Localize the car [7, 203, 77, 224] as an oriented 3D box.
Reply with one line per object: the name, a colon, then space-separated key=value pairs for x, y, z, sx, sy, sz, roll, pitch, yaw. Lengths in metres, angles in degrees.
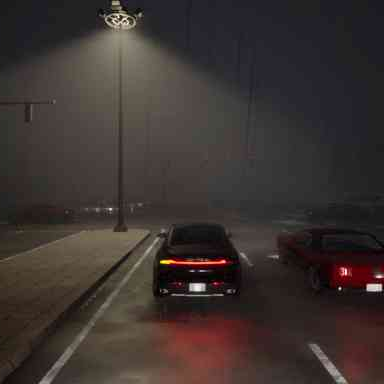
car: x=-10.775 y=1.525 z=23.975 sx=4.674 sy=1.442 sz=1.812 roll=0 pitch=0 yaw=-2

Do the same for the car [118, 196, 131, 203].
car: x=-14.538 y=1.552 z=72.091 sx=1.994 sy=1.385 sz=4.181 roll=0 pitch=0 yaw=0

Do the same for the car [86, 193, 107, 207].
car: x=-14.759 y=1.221 z=51.895 sx=2.150 sy=2.045 sz=5.566 roll=0 pitch=0 yaw=0

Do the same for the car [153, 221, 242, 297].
car: x=0.127 y=1.505 z=8.540 sx=1.837 sy=1.490 sz=4.892 roll=0 pitch=0 yaw=1

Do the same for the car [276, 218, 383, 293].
car: x=3.630 y=1.601 z=8.784 sx=1.895 sy=1.301 sz=4.718 roll=0 pitch=0 yaw=1

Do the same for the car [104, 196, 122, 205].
car: x=-14.651 y=1.547 z=62.144 sx=2.033 sy=1.411 sz=5.357 roll=0 pitch=0 yaw=1

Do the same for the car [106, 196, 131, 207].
car: x=-11.267 y=1.601 z=51.345 sx=1.895 sy=1.301 sz=4.718 roll=0 pitch=0 yaw=0

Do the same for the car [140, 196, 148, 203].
car: x=-11.056 y=1.595 z=69.329 sx=1.895 sy=1.301 sz=4.718 roll=0 pitch=0 yaw=0

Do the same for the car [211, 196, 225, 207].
car: x=3.831 y=1.601 z=49.898 sx=1.895 sy=1.301 sz=4.718 roll=0 pitch=0 yaw=1

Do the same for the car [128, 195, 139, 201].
car: x=-14.456 y=1.516 z=82.295 sx=1.812 sy=1.442 sz=4.674 roll=0 pitch=0 yaw=1

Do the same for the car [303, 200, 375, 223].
car: x=10.705 y=1.525 z=24.880 sx=4.674 sy=1.442 sz=1.812 roll=0 pitch=0 yaw=-1

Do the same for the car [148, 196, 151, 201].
car: x=-10.989 y=1.551 z=79.180 sx=1.994 sy=1.385 sz=4.181 roll=0 pitch=0 yaw=0

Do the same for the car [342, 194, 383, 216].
car: x=15.878 y=1.222 z=32.074 sx=5.566 sy=2.045 sz=2.150 roll=0 pitch=0 yaw=3

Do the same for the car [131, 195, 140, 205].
car: x=-11.185 y=1.504 z=60.355 sx=1.837 sy=1.490 sz=4.892 roll=0 pitch=0 yaw=1
